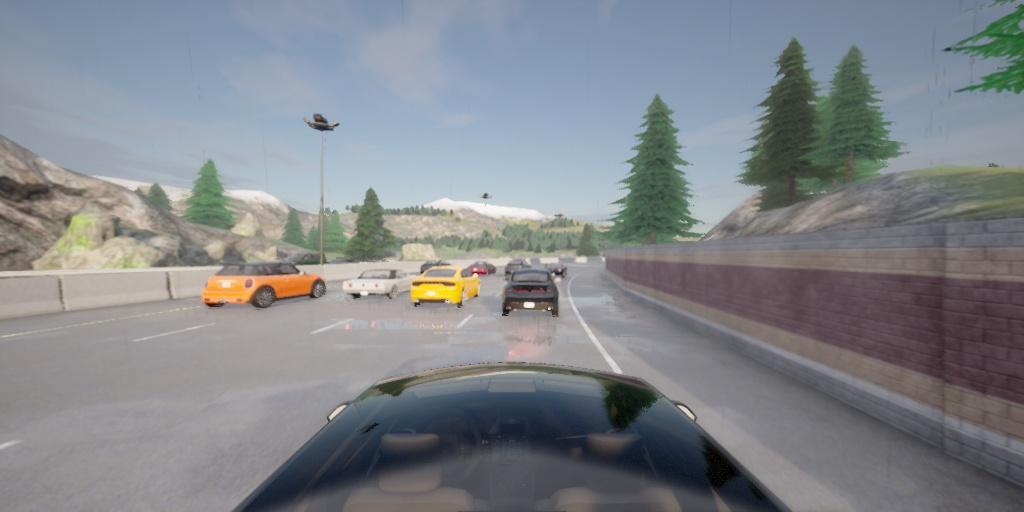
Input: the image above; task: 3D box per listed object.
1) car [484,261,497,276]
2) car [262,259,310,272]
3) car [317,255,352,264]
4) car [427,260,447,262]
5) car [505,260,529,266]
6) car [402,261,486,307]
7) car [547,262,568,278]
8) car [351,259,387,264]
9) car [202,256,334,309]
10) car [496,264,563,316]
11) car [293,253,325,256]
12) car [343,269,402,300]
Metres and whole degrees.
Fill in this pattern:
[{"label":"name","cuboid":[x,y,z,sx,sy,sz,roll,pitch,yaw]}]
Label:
[{"label":"car","cuboid":[-2.800,1.149,33.972,1.994,1.385,4.181,0,0,14]},{"label":"car","cuboid":[-26.280,1.054,41.867,1.895,1.301,4.718,0,0,15]},{"label":"car","cuboid":[-19.357,0.992,40.590,1.837,1.490,4.892,0,0,15]},{"label":"car","cuboid":[-6.656,1.066,32.884,2.128,1.511,4.902,0,0,13]},{"label":"car","cuboid":[0.651,1.093,33.374,2.128,1.511,4.902,0,0,14]},{"label":"car","cuboid":[-2.589,1.154,15.050,1.882,1.535,5.008,0,0,6]},{"label":"car","cuboid":[3.904,1.222,32.107,1.895,1.301,4.718,0,0,14]},{"label":"car","cuboid":[-15.652,1.101,41.003,1.895,1.301,4.718,0,0,15]},{"label":"car","cuboid":[-9.660,1.002,14.488,2.097,1.767,4.553,0,0,5]},{"label":"car","cuboid":[0.731,1.203,13.100,1.837,1.490,4.892,0,0,5]},{"label":"car","cuboid":[-23.168,0.696,39.926,2.150,2.045,5.566,0,0,15]},{"label":"car","cuboid":[-5.895,1.254,17.120,1.895,1.301,4.718,0,0,6]}]
